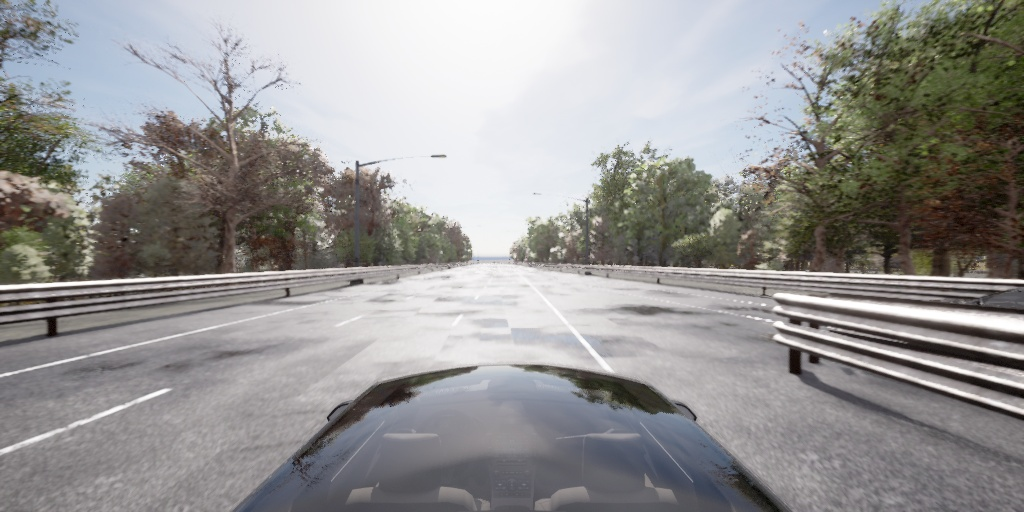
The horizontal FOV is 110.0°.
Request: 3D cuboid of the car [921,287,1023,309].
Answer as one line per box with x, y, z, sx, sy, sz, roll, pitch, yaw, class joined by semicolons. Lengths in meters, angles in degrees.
11.273;1.323;7.367;1.882;1.535;5.008;0;0;-12;car
